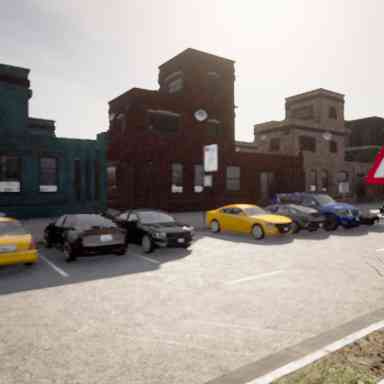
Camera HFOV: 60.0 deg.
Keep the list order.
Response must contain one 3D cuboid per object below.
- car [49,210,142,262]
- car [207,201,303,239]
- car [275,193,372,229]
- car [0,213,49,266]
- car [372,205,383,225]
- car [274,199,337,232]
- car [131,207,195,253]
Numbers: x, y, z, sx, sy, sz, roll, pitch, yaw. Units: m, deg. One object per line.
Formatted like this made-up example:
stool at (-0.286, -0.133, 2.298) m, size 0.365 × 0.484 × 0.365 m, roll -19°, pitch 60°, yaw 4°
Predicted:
car at (-4.006, 1.479, 12.259) m, size 2.163 × 1.488 × 4.792 m, roll 0°, pitch 0°, yaw -35°
car at (2.803, 1.402, 17.059) m, size 2.097 × 1.535 × 5.008 m, roll 0°, pitch 0°, yaw -35°
car at (7.350, 1.119, 20.254) m, size 2.435 × 2.045 × 5.566 m, roll 0°, pitch 0°, yaw -35°
car at (-6.364, 1.462, 10.782) m, size 1.946 × 1.575 × 5.366 m, roll 0°, pitch 0°, yaw -35°
car at (9.617, 1.383, 21.867) m, size 2.163 × 1.488 × 4.792 m, roll 0°, pitch 0°, yaw -35°
car at (5.075, 1.387, 18.661) m, size 2.231 × 1.521 × 4.892 m, roll 0°, pitch 0°, yaw -35°
car at (-1.824, 1.435, 13.773) m, size 2.097 × 1.535 × 5.008 m, roll 0°, pitch 0°, yaw -35°
